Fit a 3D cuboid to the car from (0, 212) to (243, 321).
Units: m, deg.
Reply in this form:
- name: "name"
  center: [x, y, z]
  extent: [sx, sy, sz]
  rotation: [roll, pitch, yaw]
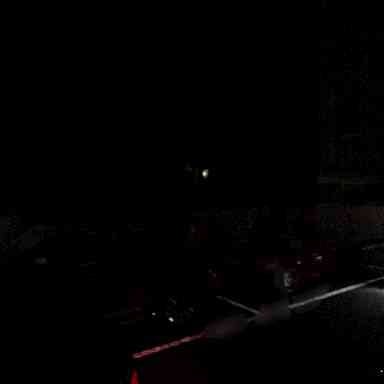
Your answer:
- name: "car"
  center: [-1.818, 1.312, 5.351]
  extent: [5.009, 1.841, 2.192]
  rotation: [0, 0, -36]

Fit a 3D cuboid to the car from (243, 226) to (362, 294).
- name: "car"
  center: [2.804, 1.564, 8.650]
  extent: [4.206, 1.307, 1.802]
  rotation: [0, 0, -36]

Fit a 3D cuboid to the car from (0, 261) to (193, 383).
- name: "car"
  center: [-2.439, 1.529, 1.639]
  extent: [4.674, 1.442, 1.812]
  rotation: [0, 0, -35]
